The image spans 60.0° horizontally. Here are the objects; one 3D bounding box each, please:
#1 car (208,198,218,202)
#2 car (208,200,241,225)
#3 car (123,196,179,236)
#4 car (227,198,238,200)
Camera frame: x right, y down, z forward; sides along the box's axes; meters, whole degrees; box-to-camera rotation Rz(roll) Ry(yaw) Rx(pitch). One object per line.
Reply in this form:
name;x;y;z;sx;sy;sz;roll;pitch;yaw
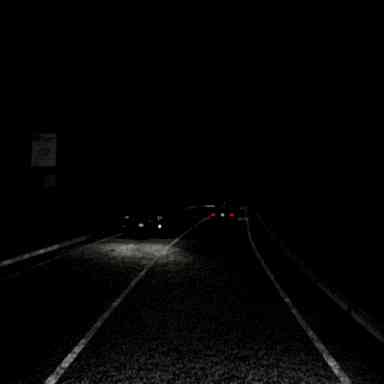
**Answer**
car;3.834;1.689;60.080;1.895;1.301;4.718;0;0;5
car;2.375;1.562;24.364;2.033;1.411;5.357;-1;0;9
car;-2.145;1.272;19.052;2.150;2.045;5.566;-1;0;8
car;5.161;1.528;42.627;2.128;1.511;4.902;-1;0;9
